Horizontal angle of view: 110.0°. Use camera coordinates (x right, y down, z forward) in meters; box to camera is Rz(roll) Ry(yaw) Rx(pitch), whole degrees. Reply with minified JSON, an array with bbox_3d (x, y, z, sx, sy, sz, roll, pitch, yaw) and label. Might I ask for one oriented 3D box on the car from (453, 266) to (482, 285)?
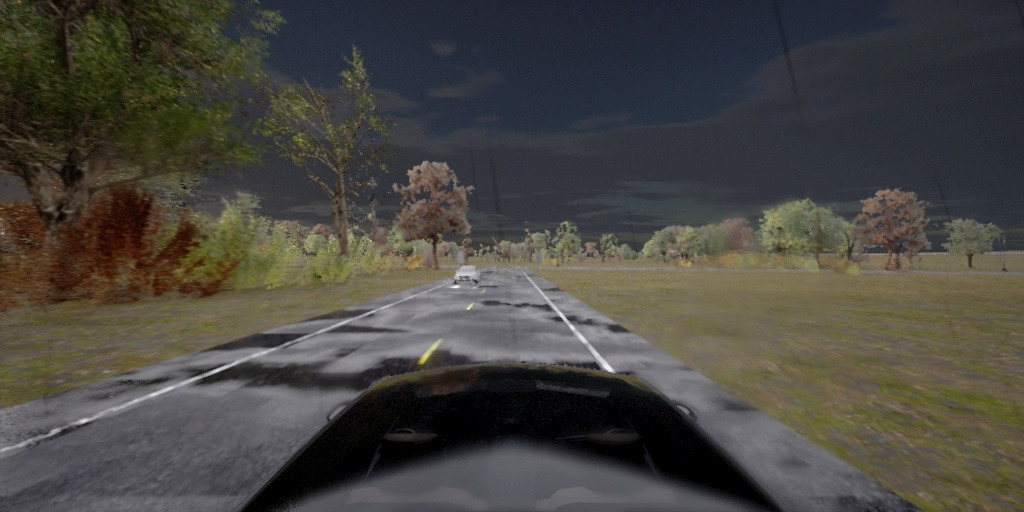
[{"bbox_3d":[-3.598,1.523,29.479,1.812,1.442,4.674,0,-1,0],"label":"car"}]
